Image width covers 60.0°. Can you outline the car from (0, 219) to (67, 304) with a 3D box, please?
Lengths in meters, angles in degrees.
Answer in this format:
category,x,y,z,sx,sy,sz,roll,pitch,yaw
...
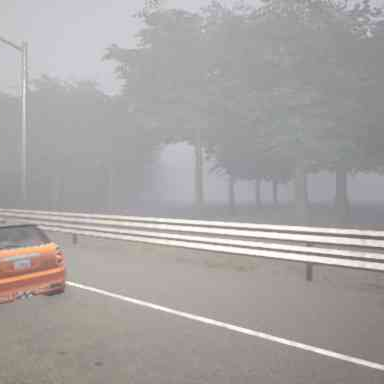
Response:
category,x,y,z,sx,sy,sz,roll,pitch,yaw
car,-4.873,1.377,7.500,4.553,1.767,2.097,0,0,37
